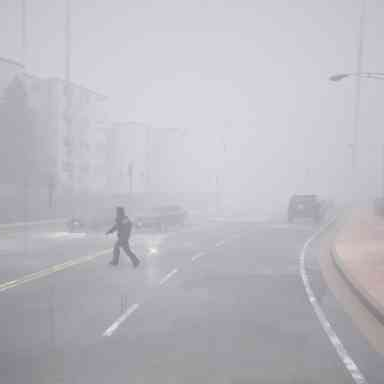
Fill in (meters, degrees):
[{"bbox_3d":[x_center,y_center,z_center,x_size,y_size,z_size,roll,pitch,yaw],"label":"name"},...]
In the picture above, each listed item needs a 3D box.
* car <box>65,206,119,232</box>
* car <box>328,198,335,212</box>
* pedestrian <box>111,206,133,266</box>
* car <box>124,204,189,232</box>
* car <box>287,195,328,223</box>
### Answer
[{"bbox_3d":[-5.670,1.564,20.343,1.994,1.385,4.181,0,0,23],"label":"car"},{"bbox_3d":[15.801,1.491,39.243,2.128,1.511,4.902,0,0,27],"label":"car"},{"bbox_3d":[-2.070,1.294,9.835,0.375,1.860,0.375,0,0,15],"label":"pedestrian"},{"bbox_3d":[-1.848,1.505,20.389,1.837,1.490,4.892,0,0,25],"label":"car"},{"bbox_3d":[8.885,1.220,25.735,2.150,2.045,5.566,0,0,27],"label":"car"}]
